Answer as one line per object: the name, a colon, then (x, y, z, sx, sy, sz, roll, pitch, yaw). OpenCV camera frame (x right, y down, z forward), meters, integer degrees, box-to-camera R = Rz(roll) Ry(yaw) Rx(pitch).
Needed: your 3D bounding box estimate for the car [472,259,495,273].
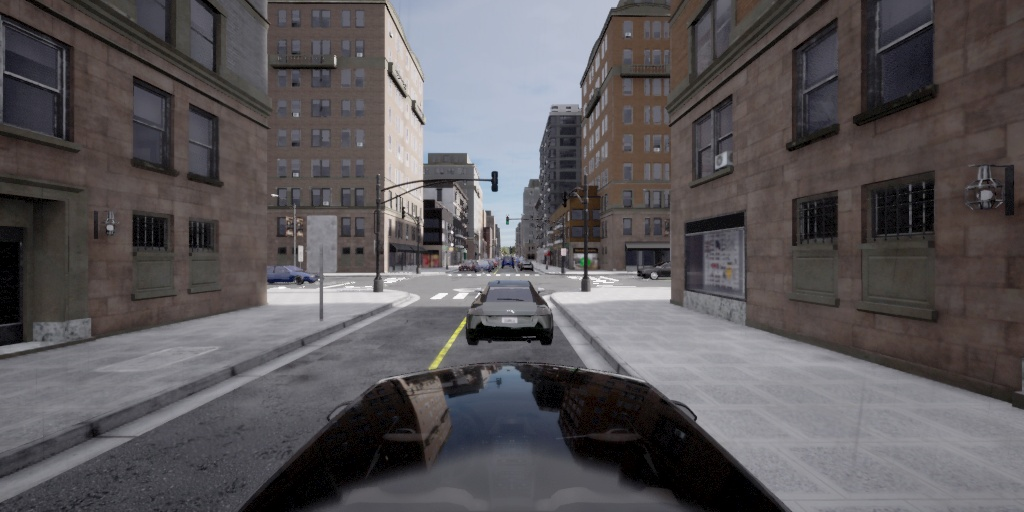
car: (-3.518, 1.310, 44.564, 1.812, 1.442, 4.674, 0, 0, 1)

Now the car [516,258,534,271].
car: (1.961, 1.356, 48.574, 1.948, 1.339, 4.313, 0, 0, 0)

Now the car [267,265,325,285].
car: (-16.704, 1.354, 26.126, 5.357, 1.411, 2.033, 0, 0, -1)

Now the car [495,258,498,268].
car: (-3.557, 1.348, 54.243, 2.033, 1.411, 5.357, 0, 0, 0)

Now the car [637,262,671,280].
car: (12.974, 1.201, 29.931, 4.892, 1.490, 1.837, 0, 0, -1)

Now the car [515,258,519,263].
car: (1.885, 1.392, 59.596, 1.802, 1.307, 4.207, 0, 0, 0)

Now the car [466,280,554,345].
car: (-0.059, 1.314, 9.505, 1.994, 1.385, 4.181, 0, 0, 0)

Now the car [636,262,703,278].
car: (14.502, 1.243, 33.202, 5.357, 1.411, 2.033, 0, 0, -1)

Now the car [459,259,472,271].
car: (-6.064, 1.230, 48.519, 1.967, 1.591, 4.097, 0, 0, 0)

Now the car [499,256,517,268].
car: (-0.682, 1.040, 63.967, 2.150, 2.045, 5.566, 0, 0, 0)

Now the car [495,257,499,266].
car: (-3.593, 1.297, 64.195, 1.882, 1.535, 5.008, 0, 0, 0)
